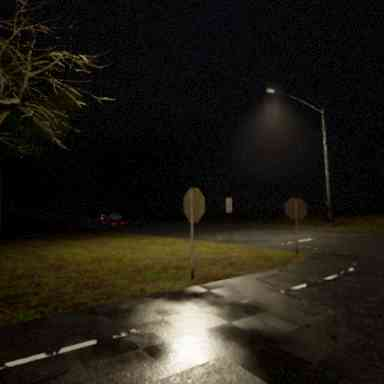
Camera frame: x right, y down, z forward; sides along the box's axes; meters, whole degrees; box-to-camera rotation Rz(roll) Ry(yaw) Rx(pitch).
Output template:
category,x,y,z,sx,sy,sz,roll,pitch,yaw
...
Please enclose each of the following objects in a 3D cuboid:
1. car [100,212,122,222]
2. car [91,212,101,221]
category,x,y,z,sx,sy,sz,roll,pitch,yaw
car,-13.197,4.241,55.524,1.812,1.442,4.674,-2,-2,-34
car,-16.920,4.487,60.880,1.837,1.490,4.892,-2,-1,-35
